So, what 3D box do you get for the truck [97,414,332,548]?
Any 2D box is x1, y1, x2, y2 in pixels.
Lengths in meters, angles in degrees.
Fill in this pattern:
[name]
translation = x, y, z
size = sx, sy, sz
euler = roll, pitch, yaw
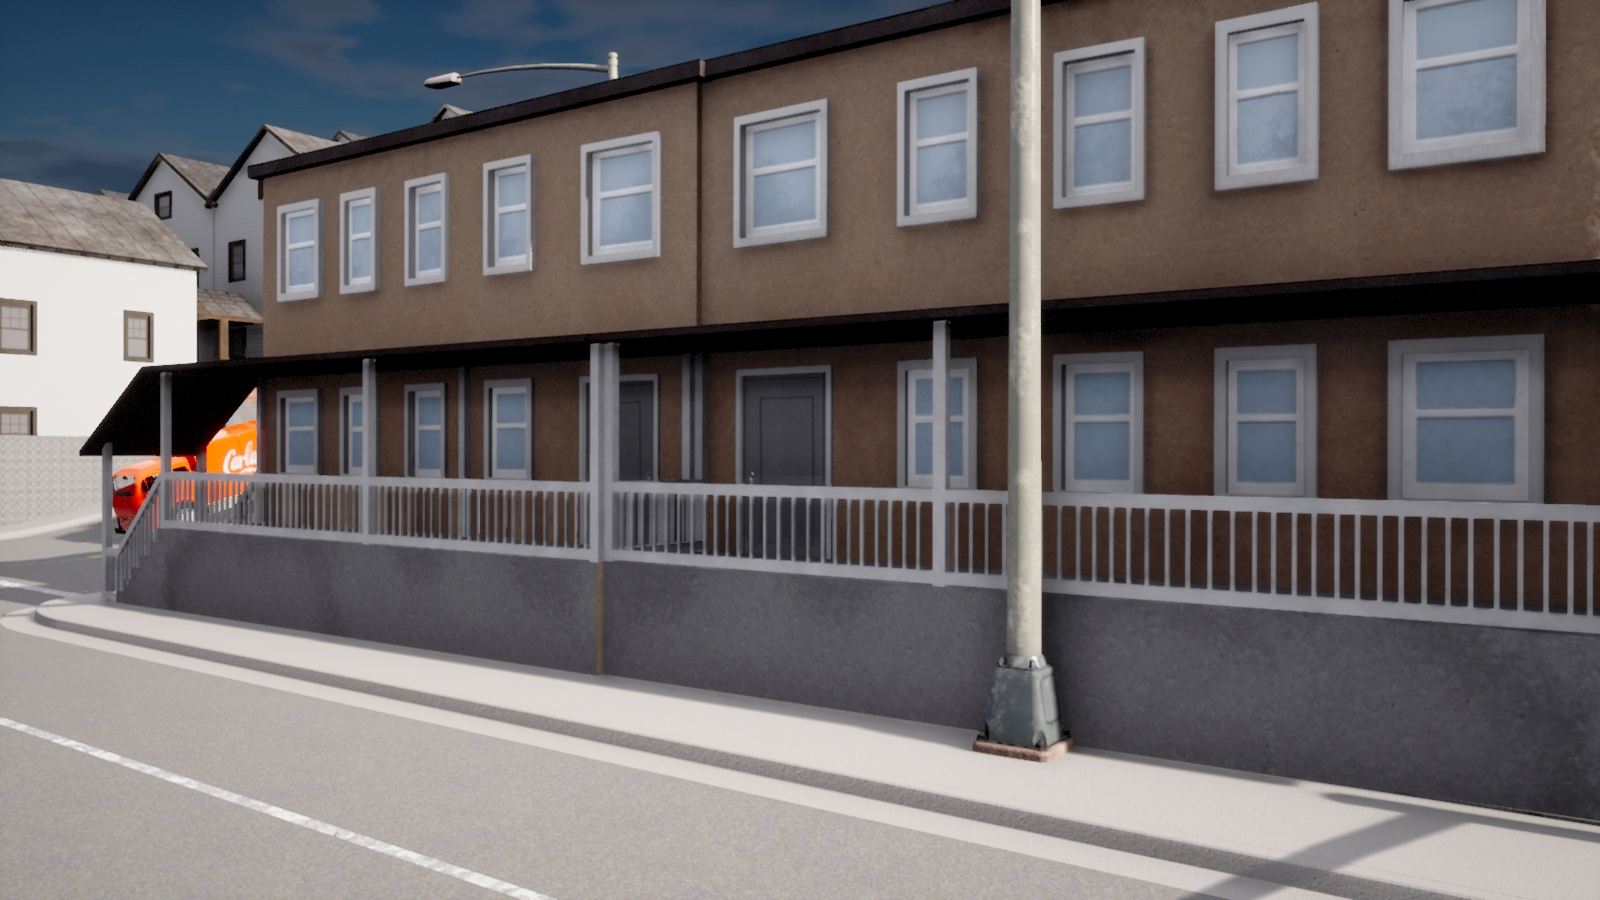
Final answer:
[truck]
translation = -17.313, 0.796, 34.094
size = 2.627, 2.467, 5.204
euler = 0, 16, 34
